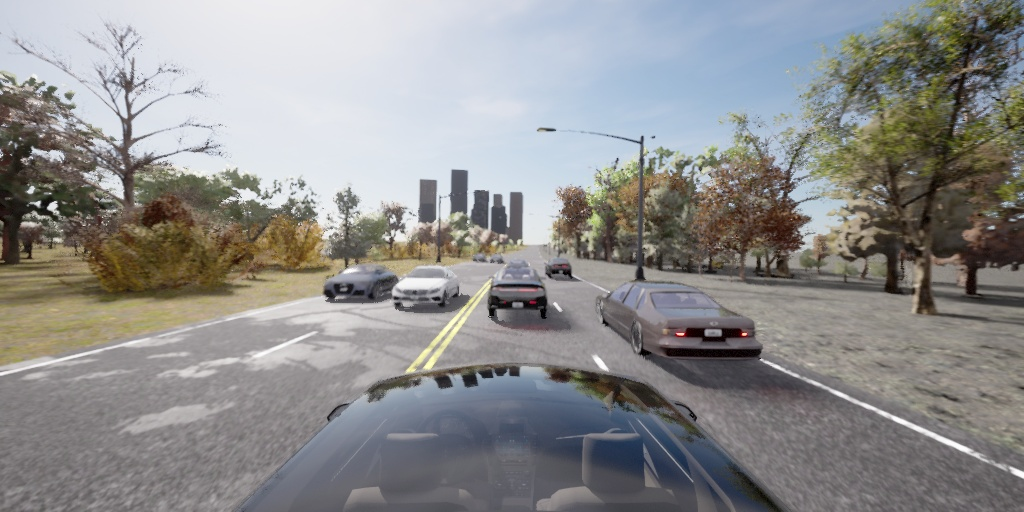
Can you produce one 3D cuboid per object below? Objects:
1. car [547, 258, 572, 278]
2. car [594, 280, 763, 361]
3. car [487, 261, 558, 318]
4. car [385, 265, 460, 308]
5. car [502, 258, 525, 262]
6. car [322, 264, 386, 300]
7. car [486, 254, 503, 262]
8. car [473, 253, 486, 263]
[{"bbox_3d":[3.687,0.929,28.918,1.837,1.490,4.892,1,0,1],"label":"car"},{"bbox_3d":[3.405,1.294,8.557,2.033,1.411,5.357,0,1,0],"label":"car"},{"bbox_3d":[0.187,1.136,12.568,2.128,1.511,4.902,1,1,1],"label":"car"},{"bbox_3d":[-3.245,1.095,14.367,1.812,1.442,4.674,1,1,1],"label":"car"},{"bbox_3d":[0.441,0.951,29.382,1.994,1.385,4.181,1,1,1],"label":"car"},{"bbox_3d":[-6.477,1.066,15.837,1.994,1.385,4.181,1,1,1],"label":"car"},{"bbox_3d":[-2.290,0.405,54.768,2.128,1.511,4.902,1,1,2],"label":"car"},{"bbox_3d":[-5.339,0.276,59.687,2.128,1.511,4.902,1,1,3],"label":"car"}]
